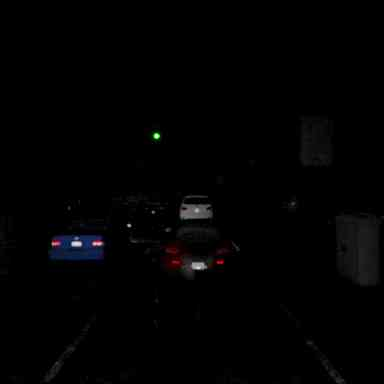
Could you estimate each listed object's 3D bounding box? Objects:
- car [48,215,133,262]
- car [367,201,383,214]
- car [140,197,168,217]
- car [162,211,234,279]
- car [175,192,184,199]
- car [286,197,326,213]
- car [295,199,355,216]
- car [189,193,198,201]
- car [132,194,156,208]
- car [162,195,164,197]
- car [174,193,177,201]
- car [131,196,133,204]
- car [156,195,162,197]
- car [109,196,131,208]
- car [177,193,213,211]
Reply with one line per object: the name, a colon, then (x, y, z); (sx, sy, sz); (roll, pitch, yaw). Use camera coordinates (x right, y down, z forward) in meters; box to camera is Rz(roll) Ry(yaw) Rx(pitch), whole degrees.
car: (-3.403, 1.544, 12.112); (2.033, 1.411, 5.357); (0, 0, -2)
car: (20.819, 1.541, 35.089); (4.181, 1.385, 1.994); (0, 0, -3)
car: (-3.247, 1.505, 30.340); (1.812, 1.442, 4.674); (0, 0, 0)
car: (0.150, 1.525, 9.952); (1.812, 1.442, 4.674); (0, 0, 0)
car: (-3.436, 0.906, 87.751); (1.882, 1.535, 5.008); (0, 1, -8)
car: (12.186, 1.328, 34.647); (4.553, 1.767, 2.097); (0, 0, -3)
car: (12.513, 1.581, 31.159); (4.718, 1.301, 1.895); (0, 0, -3)
car: (0.393, 1.076, 77.937); (2.097, 1.767, 4.553); (0, 1, 0)
car: (-6.833, 1.439, 47.820); (1.882, 1.535, 5.008); (0, 0, 1)
car: (-6.649, 1.350, 67.271); (1.882, 1.535, 5.008); (0, 1, 0)
car: (-3.107, 1.266, 77.221); (2.033, 1.411, 5.357); (0, 1, 0)
car: (-10.240, 1.474, 56.299); (1.812, 1.442, 4.674); (0, 0, 1)
car: (-6.731, 1.511, 56.806); (1.994, 1.385, 4.181); (0, 0, 1)
car: (-10.340, 1.488, 47.210); (1.812, 1.442, 4.674); (0, 0, 1)
car: (0.233, 1.207, 23.245); (2.150, 2.045, 5.566); (0, 0, -1)
